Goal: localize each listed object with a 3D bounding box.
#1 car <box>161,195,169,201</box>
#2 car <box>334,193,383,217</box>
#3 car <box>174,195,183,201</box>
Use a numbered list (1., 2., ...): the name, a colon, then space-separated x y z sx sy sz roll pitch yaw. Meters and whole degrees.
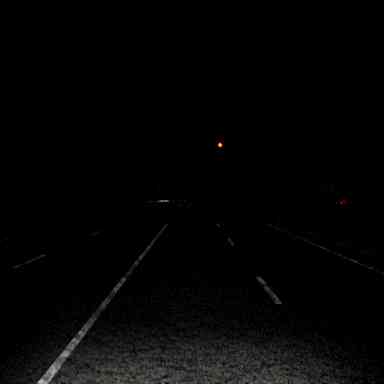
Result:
1. car: -6.994 1.516 87.528 2.128 1.511 4.902 0 0 0
2. car: 16.166 1.126 30.921 5.566 2.045 2.150 0 0 3
3. car: -3.494 1.491 87.518 1.837 1.490 4.892 0 0 0
